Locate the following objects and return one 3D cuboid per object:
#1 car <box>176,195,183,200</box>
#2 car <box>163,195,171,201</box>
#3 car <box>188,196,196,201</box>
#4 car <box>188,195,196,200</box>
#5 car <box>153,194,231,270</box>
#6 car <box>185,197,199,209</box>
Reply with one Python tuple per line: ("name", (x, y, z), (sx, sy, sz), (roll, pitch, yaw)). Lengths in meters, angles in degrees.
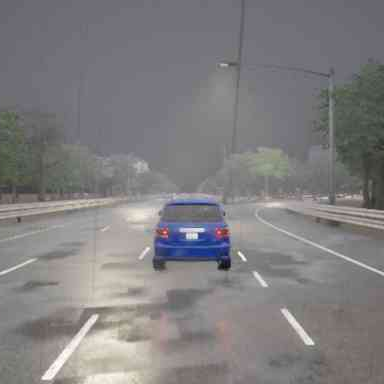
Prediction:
("car", (-3.496, 1.659, 93.987), (1.895, 1.301, 4.718), (0, 0, 0))
("car", (-6.996, 1.587, 93.540), (2.128, 1.511, 4.902), (0, 0, 0))
("car", (0.003, 1.594, 82.371), (1.994, 1.385, 4.181), (0, 0, 0))
("car", (0.004, 1.609, 95.205), (2.033, 1.411, 5.357), (0, 0, 0))
("car", (0.001, 1.222, 11.180), (2.150, 2.045, 5.566), (0, 0, 0))
("car", (0.003, 1.506, 47.085), (1.837, 1.490, 4.892), (0, 0, 0))
